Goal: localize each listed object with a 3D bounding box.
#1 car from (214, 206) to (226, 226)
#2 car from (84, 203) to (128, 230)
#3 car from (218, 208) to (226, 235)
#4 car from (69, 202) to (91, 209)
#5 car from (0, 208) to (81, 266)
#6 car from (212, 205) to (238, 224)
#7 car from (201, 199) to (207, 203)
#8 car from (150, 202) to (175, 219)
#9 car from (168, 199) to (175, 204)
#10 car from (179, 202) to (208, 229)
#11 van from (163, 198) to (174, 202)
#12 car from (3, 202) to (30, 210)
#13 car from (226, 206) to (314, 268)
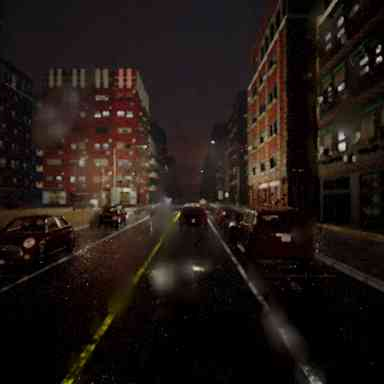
[{"bbox_3d":[2.644,1.832,23.109,1.802,1.307,4.206,1,-1,0],"label":"car"},{"bbox_3d":[-5.701,1.691,23.139,1.967,1.590,4.097,1,-1,0],"label":"car"},{"bbox_3d":[2.650,1.755,17.453,1.947,1.339,4.313,1,-1,0],"label":"car"},{"bbox_3d":[-18.769,2.335,57.123,4.313,1.339,1.947,0,-1,0],"label":"car"},{"bbox_3d":[-5.689,1.570,11.827,1.967,1.590,4.097,1,-1,0],"label":"car"},{"bbox_3d":[2.808,1.892,28.765,1.802,1.307,4.206,1,-1,0],"label":"car"},{"bbox_3d":[2.622,2.366,78.186,1.752,1.417,4.829,1,-1,0],"label":"car"},{"bbox_3d":[-3.052,1.961,33.380,1.895,1.301,4.718,0,-1,0],"label":"car"},{"bbox_3d":[-5.776,2.606,95.002,1.802,1.307,4.206,1,-1,0],"label":"car"},{"bbox_3d":[0.076,1.732,23.532,1.882,1.535,5.008,0,-1,0],"label":"car"},{"bbox_3d":[-5.755,2.181,78.049,1.690,1.788,3.998,1,-1,0],"label":"van"},{"bbox_3d":[-30.109,2.413,57.158,4.206,1.307,1.802,0,-1,0],"label":"car"},{"bbox_3d":[2.659,1.443,11.799,2.192,1.841,5.009,1,-1,0],"label":"car"}]
